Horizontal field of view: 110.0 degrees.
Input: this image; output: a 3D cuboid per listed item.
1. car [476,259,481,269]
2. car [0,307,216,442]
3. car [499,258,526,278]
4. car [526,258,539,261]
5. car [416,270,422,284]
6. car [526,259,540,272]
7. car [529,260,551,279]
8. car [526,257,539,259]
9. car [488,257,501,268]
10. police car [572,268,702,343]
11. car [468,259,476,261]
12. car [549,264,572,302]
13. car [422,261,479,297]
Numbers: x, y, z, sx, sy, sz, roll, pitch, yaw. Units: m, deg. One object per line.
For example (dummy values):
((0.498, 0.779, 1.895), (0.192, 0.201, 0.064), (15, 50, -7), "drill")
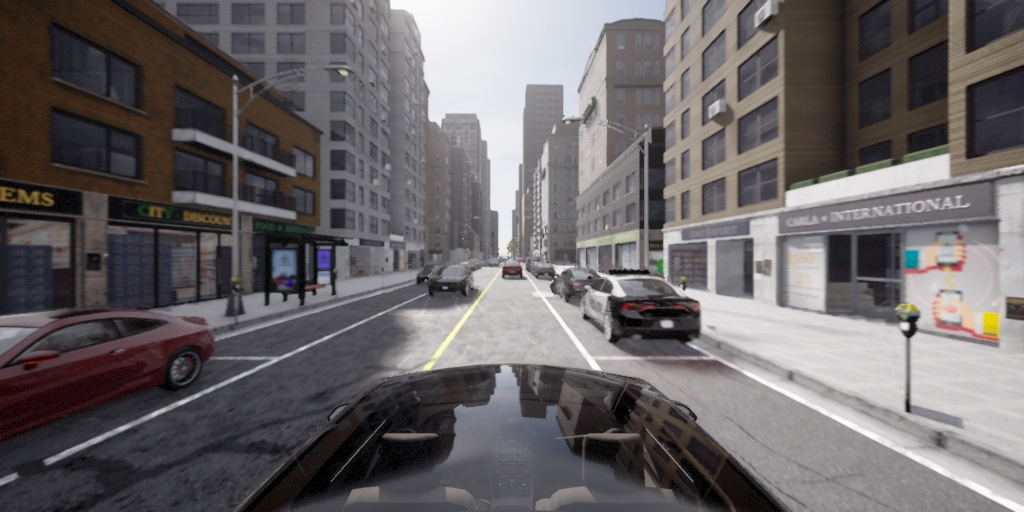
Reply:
((-5.707, 1.273, 48.395), (1.948, 1.339, 4.313), (0, 0, 0), "car")
((-5.670, 1.330, 4.195), (1.802, 1.307, 4.207), (0, 0, 0), "car")
((0.040, 1.199, 33.400), (1.882, 1.535, 5.008), (0, 0, 0), "car")
((2.824, 1.278, 42.885), (1.948, 1.339, 4.313), (0, 0, 0), "car")
((-5.688, 1.293, 26.295), (1.948, 1.339, 4.313), (0, 0, 0), "car")
((2.828, 1.268, 37.362), (2.007, 1.370, 4.403), (0, 0, 0), "car")
((2.833, 1.273, 31.838), (2.007, 1.370, 4.403), (0, 0, 0), "car")
((2.819, 1.022, 48.409), (2.192, 1.841, 5.009), (0, 0, 0), "car")
((-3.050, 1.249, 61.719), (2.033, 1.411, 5.357), (0, 0, 0), "car")
((3.128, 1.168, 9.827), (1.930, 1.638, 5.238), (0, 0, 0), "police car")
((-5.702, 1.294, 42.870), (1.802, 1.307, 4.207), (0, 0, 0), "car")
((3.103, 1.262, 16.800), (1.812, 1.442, 4.674), (0, 0, -2), "car")
((-3.112, 1.212, 19.166), (1.882, 1.535, 5.008), (0, 0, 0), "car")
